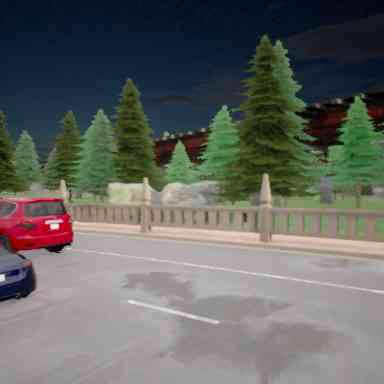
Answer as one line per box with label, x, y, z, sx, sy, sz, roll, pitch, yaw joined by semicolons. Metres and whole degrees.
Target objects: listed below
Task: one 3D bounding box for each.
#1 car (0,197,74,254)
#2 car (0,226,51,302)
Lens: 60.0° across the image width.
car;-6.773;1.201;11.979;5.566;2.045;2.150;0;0;29
car;-5.268;1.554;7.073;4.181;1.385;1.994;0;0;31
